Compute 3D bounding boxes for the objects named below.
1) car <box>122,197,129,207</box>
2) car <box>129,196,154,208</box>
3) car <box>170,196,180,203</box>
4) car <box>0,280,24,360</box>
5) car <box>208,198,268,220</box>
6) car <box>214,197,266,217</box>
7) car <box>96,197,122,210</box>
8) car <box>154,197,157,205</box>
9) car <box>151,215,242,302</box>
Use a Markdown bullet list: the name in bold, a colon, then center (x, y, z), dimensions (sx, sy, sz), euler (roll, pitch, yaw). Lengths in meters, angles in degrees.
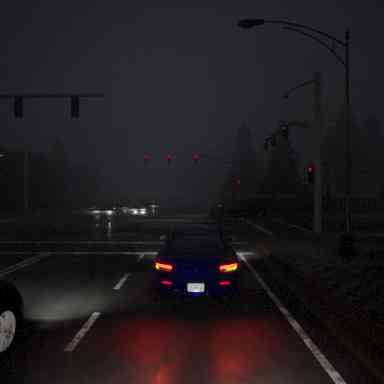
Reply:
- **car**: center (-10.630, 1.477, 51.240), dimensions (1.882, 1.535, 5.008), euler (0, 0, 0)
- **car**: center (-7.108, 1.491, 47.257), dimensions (2.128, 1.511, 4.902), euler (0, 0, 0)
- **car**: center (-3.476, 1.477, 69.294), dimensions (1.882, 1.535, 5.008), euler (0, 0, 0)
- **car**: center (-3.441, 1.505, 3.053), dimensions (1.837, 1.490, 4.892), euler (0, 0, 0)
- **car**: center (3.721, 1.492, 26.982), dimensions (4.902, 1.511, 2.128), euler (0, 0, -10)
- **car**: center (4.412, 1.351, 31.225), dimensions (4.553, 1.767, 2.097), euler (0, 0, 0)
- **car**: center (-10.623, 1.526, 42.037), dimensions (1.812, 1.442, 4.674), euler (0, 0, 0)
- **car**: center (-7.105, 1.505, 57.332), dimensions (1.837, 1.490, 4.892), euler (0, 0, 1)
- **car**: center (0.131, 1.526, 8.186), dimensions (1.812, 1.442, 4.674), euler (0, 0, 2)
